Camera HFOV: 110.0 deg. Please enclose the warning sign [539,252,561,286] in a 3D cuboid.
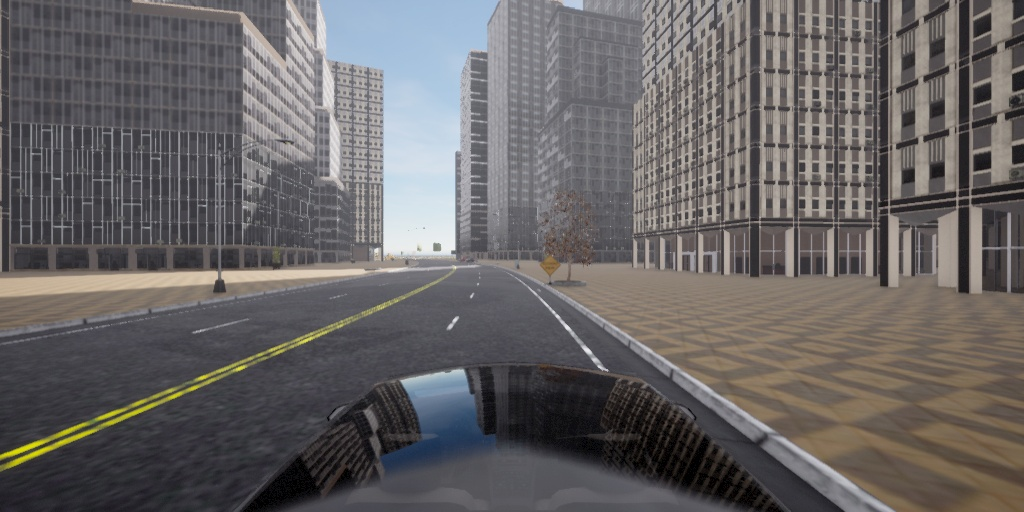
[{"bbox_3d":[2.307,0.848,21.723,1.300,1.860,1.060,0,0,-3],"label":"warning sign"}]
